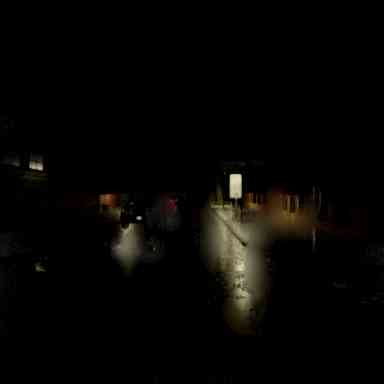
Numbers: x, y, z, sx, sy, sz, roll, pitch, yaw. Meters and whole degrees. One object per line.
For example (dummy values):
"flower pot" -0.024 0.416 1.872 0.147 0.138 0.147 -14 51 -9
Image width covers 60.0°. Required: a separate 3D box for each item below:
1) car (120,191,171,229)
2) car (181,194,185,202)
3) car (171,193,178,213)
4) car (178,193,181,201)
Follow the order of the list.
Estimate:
"car" -2.705 0.946 19.865 2.150 2.045 5.566 0 1 0
"car" -2.806 0.922 57.711 1.882 1.535 5.008 1 0 -20
"car" -2.673 0.955 30.880 2.097 1.767 4.553 0 1 0
"car" -2.883 1.094 44.818 1.895 1.301 4.718 0 0 -4
